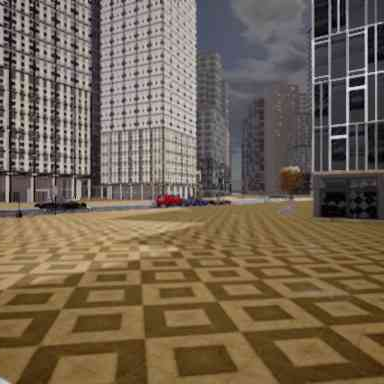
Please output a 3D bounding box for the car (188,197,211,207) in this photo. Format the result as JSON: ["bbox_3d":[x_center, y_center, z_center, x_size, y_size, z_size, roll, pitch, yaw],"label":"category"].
[{"bbox_3d":[0.753,1.546,55.648,2.097,1.767,4.553,0,0,33],"label":"car"}]

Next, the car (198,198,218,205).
[{"bbox_3d":[3.130,1.851,65.538,1.895,1.301,4.718,0,0,31],"label":"car"}]

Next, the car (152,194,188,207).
[{"bbox_3d":[-3.608,1.401,54.941,2.150,2.045,5.566,0,0,34],"label":"car"}]

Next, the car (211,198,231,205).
[{"bbox_3d":[5.897,1.847,63.832,1.895,1.301,4.718,0,0,31],"label":"car"}]

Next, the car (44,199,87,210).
[{"bbox_3d":[-15.984,1.678,42.821,1.895,1.301,4.718,0,0,35],"label":"car"}]

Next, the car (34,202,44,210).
[{"bbox_3d":[-18.441,1.631,44.976,2.033,1.411,5.357,0,0,35],"label":"car"}]

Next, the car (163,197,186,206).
[{"bbox_3d":[-3.209,1.726,61.561,1.837,1.490,4.892,0,-1,33],"label":"car"}]
